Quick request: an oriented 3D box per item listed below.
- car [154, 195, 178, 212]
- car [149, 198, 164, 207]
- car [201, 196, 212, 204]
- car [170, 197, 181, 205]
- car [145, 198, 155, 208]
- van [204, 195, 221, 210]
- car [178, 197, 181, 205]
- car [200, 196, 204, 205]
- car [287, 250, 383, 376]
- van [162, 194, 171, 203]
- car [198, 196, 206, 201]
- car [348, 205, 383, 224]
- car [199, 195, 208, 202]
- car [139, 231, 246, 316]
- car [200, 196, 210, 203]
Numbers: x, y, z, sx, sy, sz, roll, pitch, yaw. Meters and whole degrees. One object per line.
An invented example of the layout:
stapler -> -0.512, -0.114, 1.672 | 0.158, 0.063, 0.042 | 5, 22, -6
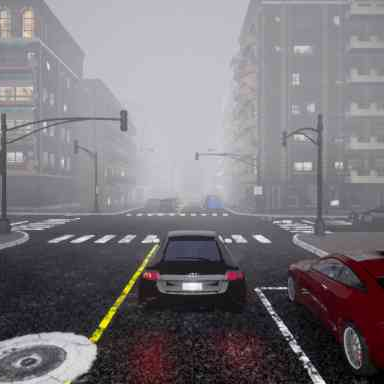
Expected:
car -> -3.046, 1.512, 39.715 | 1.882, 1.535, 5.008 | 0, 0, -1
car -> -5.806, 1.631, 54.260 | 1.947, 1.339, 4.313 | -1, 0, 0
car -> 2.724, 1.539, 65.245 | 1.967, 1.590, 4.097 | -1, 0, 0
car -> -3.024, 1.614, 61.903 | 1.812, 1.442, 4.674 | 0, 0, 1
car -> -5.809, 1.634, 48.738 | 1.802, 1.307, 4.206 | -1, 0, 0
van -> 2.839, 1.381, 43.186 | 1.690, 1.788, 3.998 | -1, 0, 0
car -> -3.061, 1.532, 49.995 | 1.882, 1.535, 5.008 | 0, 0, 0
car -> 2.754, 1.367, 48.683 | 2.192, 1.841, 5.009 | -1, 0, 0
car -> 2.796, 1.582, 5.284 | 1.802, 1.307, 4.206 | 0, 0, 0
van -> -5.794, 1.478, 76.354 | 1.690, 1.788, 3.998 | -1, 0, 0
car -> 2.815, 1.768, 92.853 | 1.947, 1.339, 4.313 | -1, 0, 0
car -> 14.624, 1.727, 26.199 | 4.181, 1.385, 1.994 | 1, 0, 0
car -> 2.783, 1.597, 81.808 | 1.967, 1.590, 4.097 | -1, 0, 0
car -> 0.007, 1.564, 7.623 | 1.994, 1.385, 4.181 | 0, 0, 0
car -> 2.729, 1.662, 70.765 | 1.887, 1.381, 4.507 | -1, 0, 0
